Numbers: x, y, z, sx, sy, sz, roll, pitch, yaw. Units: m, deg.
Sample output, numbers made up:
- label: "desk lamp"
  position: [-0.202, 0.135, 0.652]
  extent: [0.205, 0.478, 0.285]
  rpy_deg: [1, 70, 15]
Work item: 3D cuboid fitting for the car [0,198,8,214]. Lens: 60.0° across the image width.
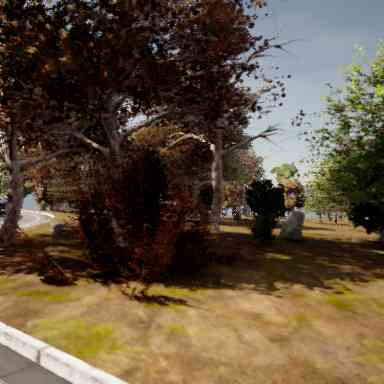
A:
- label: "car"
  position: [-16.608, 1.280, 28.741]
  extent: [1.882, 1.535, 5.008]
  rpy_deg: [1, 0, -36]
